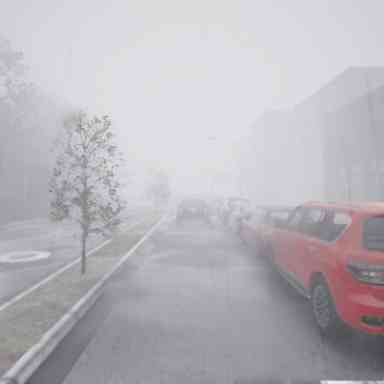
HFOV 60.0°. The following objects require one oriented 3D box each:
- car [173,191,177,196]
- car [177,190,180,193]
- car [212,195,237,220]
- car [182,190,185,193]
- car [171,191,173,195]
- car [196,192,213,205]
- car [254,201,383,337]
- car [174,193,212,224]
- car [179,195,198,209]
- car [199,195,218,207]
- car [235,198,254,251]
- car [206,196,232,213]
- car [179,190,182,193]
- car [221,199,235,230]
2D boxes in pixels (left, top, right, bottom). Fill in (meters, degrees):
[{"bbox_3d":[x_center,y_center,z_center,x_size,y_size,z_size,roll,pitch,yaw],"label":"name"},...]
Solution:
[{"bbox_3d":[-2.948,0.438,89.881,2.435,2.045,5.566,0,1,-10],"label":"car"},{"bbox_3d":[-2.023,0.753,84.553,1.946,1.575,5.366,0,1,-9],"label":"car"},{"bbox_3d":[2.939,1.302,28.905,2.163,1.488,4.792,0,0,-1],"label":"car"},{"bbox_3d":[-0.404,0.881,73.353,2.097,1.535,5.008,0,1,-7],"label":"car"},{"bbox_3d":[-3.973,0.617,95.336,2.231,1.521,4.892,0,1,-11],"label":"car"},{"bbox_3d":[1.842,0.964,51.191,2.185,1.767,4.553,0,0,-4],"label":"car"},{"bbox_3d":[3.051,1.183,6.697,2.435,2.045,5.566,0,0,0],"label":"car"},{"bbox_3d":[0.053,1.185,23.070,2.097,1.767,4.553,0,0,-1],"label":"car"},{"bbox_3d":[-0.504,1.185,40.736,2.128,1.511,4.902,0,1,-3],"label":"car"},{"bbox_3d":[2.227,1.166,45.706,2.163,1.488,4.792,0,0,-3],"label":"car"},{"bbox_3d":[3.052,1.270,12.184,2.185,1.767,4.553,0,0,0],"label":"car"},{"bbox_3d":[2.765,1.258,34.587,2.163,1.488,4.792,0,0,-2],"label":"car"},{"bbox_3d":[-1.176,0.817,79.054,1.946,1.575,5.366,0,1,-8],"label":"car"},{"bbox_3d":[3.054,1.356,17.756,2.231,1.521,4.892,0,0,0],"label":"car"}]
